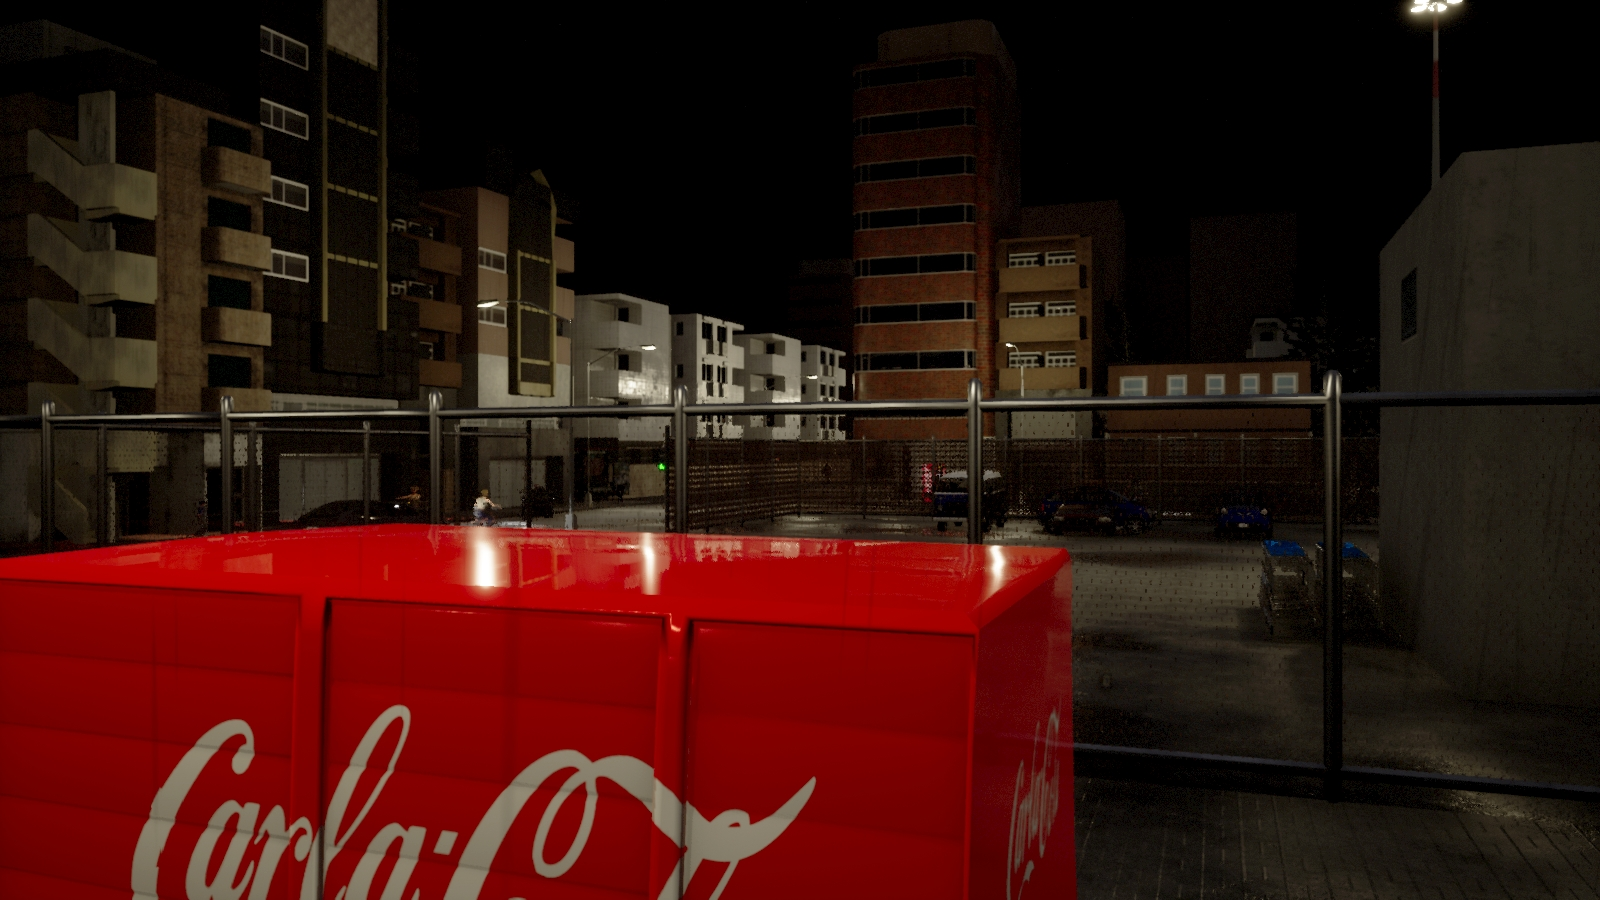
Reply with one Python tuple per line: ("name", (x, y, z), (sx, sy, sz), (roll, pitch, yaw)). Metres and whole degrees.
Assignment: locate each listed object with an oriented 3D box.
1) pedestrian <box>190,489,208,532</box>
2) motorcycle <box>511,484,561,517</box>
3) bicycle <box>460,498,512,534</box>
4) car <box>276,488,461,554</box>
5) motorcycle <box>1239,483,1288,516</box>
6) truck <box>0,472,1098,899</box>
("pedestrian", (-18.366, 1.850, 34.914), (0.375, 1.300, 0.375), (0, 0, 45))
("motorcycle", (-10.619, 2.026, 46.053), (0.867, 1.251, 2.209), (0, 0, 20))
("bicycle", (-9.942, 2.072, 36.217), (0.859, 1.080, 1.487), (0, -1, 20))
("car", (-11.743, 1.877, 31.507), (2.163, 1.488, 4.792), (0, 0, 20))
("motorcycle", (18.400, 1.960, 45.403), (1.805, 1.236, 0.856), (0, 0, 20))
("truck", (-1.649, 1.354, 4.450), (5.204, 2.467, 2.627), (0, 0, 20))
